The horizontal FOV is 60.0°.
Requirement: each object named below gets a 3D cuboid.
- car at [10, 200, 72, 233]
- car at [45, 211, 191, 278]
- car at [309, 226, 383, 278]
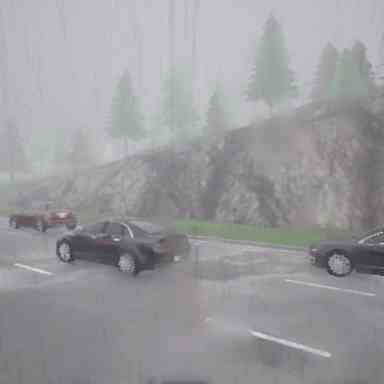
[{"bbox_3d":[-8.885,1.345,19.762,4.553,1.767,2.097,0,0,38],"label":"car"},{"bbox_3d":[-2.281,1.519,10.295,4.892,1.490,1.837,0,0,37],"label":"car"},{"bbox_3d":[5.652,1.570,8.767,4.892,1.490,1.837,0,0,35],"label":"car"}]
